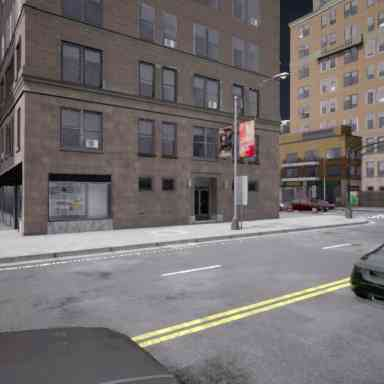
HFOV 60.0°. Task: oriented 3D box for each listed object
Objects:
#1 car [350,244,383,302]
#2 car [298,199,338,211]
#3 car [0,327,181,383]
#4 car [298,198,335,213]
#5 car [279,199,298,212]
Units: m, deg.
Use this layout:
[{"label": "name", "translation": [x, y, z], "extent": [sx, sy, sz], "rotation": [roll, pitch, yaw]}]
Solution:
[{"label": "car", "translation": [5.293, 1.563, 7.185], "extent": [4.181, 1.385, 1.994], "rotation": [0, 0, -35]}, {"label": "car", "translation": [15.788, 1.576, 41.872], "extent": [1.947, 1.339, 4.313], "rotation": [0, 0, -35]}, {"label": "car", "translation": [-2.514, 1.547, 1.651], "extent": [5.357, 1.411, 2.033], "rotation": [0, 0, -35]}, {"label": "car", "translation": [12.679, 1.467, 36.746], "extent": [1.882, 1.535, 5.008], "rotation": [0, 0, -35]}, {"label": "car", "translation": [9.218, 1.419, 37.265], "extent": [1.967, 1.590, 4.097], "rotation": [0, 0, -35]}]
